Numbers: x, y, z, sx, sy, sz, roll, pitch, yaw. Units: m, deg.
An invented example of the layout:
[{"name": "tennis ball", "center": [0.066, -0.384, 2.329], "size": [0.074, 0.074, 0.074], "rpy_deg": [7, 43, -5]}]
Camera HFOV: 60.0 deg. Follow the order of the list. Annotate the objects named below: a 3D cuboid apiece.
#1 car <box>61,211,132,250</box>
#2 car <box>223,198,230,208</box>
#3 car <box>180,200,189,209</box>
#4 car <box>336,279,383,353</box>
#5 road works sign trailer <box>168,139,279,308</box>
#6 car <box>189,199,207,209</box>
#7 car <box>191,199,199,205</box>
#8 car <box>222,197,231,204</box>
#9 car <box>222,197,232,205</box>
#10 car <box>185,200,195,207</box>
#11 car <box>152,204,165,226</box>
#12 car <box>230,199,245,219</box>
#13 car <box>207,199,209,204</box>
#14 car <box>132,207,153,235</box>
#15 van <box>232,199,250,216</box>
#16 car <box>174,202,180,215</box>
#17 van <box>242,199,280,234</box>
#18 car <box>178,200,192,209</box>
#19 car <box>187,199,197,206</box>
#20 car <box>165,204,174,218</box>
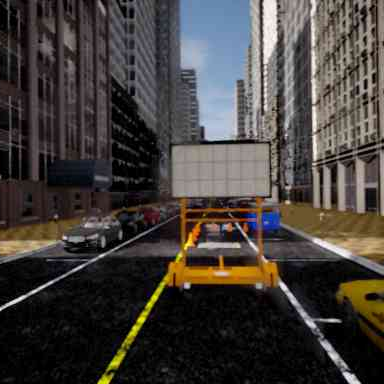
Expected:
[{"name": "car", "center": [-4.472, 1.792, 15.449], "size": [2.008, 1.369, 4.403], "rpy_deg": [-1, -1, 4]}, {"name": "car", "center": [7.126, 2.170, 60.204], "size": [2.008, 1.369, 4.403], "rpy_deg": [-1, -1, 4]}, {"name": "car", "center": [-2.043, 2.162, 49.462], "size": [2.008, 1.369, 4.403], "rpy_deg": [-1, -1, 4]}, {"name": "car", "center": [3.089, 1.530, 3.685], "size": [1.752, 1.417, 4.829], "rpy_deg": [-1, -1, 4]}, {"name": "road works sign trailer", "center": [0.702, 0.552, 8.107], "size": [2.380, 3.560, 2.880], "rpy_deg": [-1, -1, 4]}, {"name": "car", "center": [0.944, 2.174, 54.042], "size": [2.033, 1.411, 5.357], "rpy_deg": [-1, -1, 5]}, {"name": "car", "center": [0.779, 2.563, 88.975], "size": [1.752, 1.417, 4.829], "rpy_deg": [-1, -1, 4]}, {"name": "car", "center": [9.145, 2.240, 88.552], "size": [2.192, 1.841, 5.009], "rpy_deg": [-1, -1, 4]}, {"name": "car", "center": [8.740, 2.179, 82.883], "size": [2.192, 1.841, 5.009], "rpy_deg": [-1, -1, 4]}, {"name": "car", "center": [-0.422, 2.438, 72.137], "size": [1.802, 1.307, 4.206], "rpy_deg": [-1, -1, 4]}, {"name": "car", "center": [-3.662, 1.910, 26.787], "size": [1.887, 1.381, 4.507], "rpy_deg": [-1, -1, 4]}, {"name": "car", "center": [5.096, 1.626, 31.863], "size": [2.192, 1.841, 5.009], "rpy_deg": [-1, -1, 4]}, {"name": "car", "center": [3.420, 2.479, 88.101], "size": [1.882, 1.535, 5.008], "rpy_deg": [-1, -1, 4]}, {"name": "car", "center": [-4.066, 1.869, 21.118], "size": [1.947, 1.339, 4.313], "rpy_deg": [-1, -1, 4]}, {"name": "van", "center": [5.502, 1.714, 37.531], "size": [1.690, 1.788, 3.998], "rpy_deg": [-1, -1, 4]}, {"name": "car", "center": [-2.851, 2.070, 38.124], "size": [1.802, 1.307, 4.206], "rpy_deg": [-1, -1, 4]}, {"name": "van", "center": [4.287, 1.529, 20.525], "size": [1.690, 1.788, 3.998], "rpy_deg": [-1, -1, 4]}, {"name": "car", "center": [-1.233, 2.285, 60.800], "size": [2.008, 1.369, 4.403], "rpy_deg": [-1, -1, 4]}, {"name": "car", "center": [-0.021, 2.358, 77.808], "size": [1.967, 1.590, 4.097], "rpy_deg": [-1, -1, 4]}, {"name": "car", "center": [-3.258, 1.977, 32.456], "size": [2.008, 1.369, 4.403], "rpy_deg": [-1, -1, 4]}]
